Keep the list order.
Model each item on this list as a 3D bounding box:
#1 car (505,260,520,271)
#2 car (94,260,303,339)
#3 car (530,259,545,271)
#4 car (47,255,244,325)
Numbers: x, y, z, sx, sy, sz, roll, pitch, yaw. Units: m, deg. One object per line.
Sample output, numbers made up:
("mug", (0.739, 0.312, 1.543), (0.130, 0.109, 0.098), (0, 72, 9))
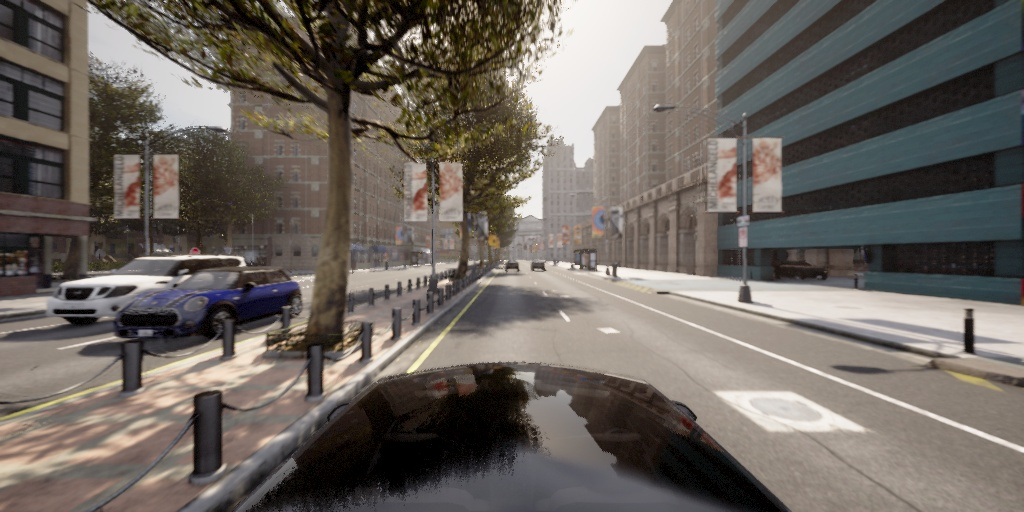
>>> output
("car", (0.067, 1.255, 48.758), (1.837, 1.490, 4.892), (0, 0, 0))
("car", (-8.078, 1.108, 10.155), (2.097, 1.767, 4.553), (0, 0, 0))
("car", (3.566, 1.253, 50.007), (1.837, 1.490, 4.892), (0, 0, 0))
("car", (-11.568, 0.979, 12.231), (2.150, 2.045, 5.566), (0, 0, 1))
